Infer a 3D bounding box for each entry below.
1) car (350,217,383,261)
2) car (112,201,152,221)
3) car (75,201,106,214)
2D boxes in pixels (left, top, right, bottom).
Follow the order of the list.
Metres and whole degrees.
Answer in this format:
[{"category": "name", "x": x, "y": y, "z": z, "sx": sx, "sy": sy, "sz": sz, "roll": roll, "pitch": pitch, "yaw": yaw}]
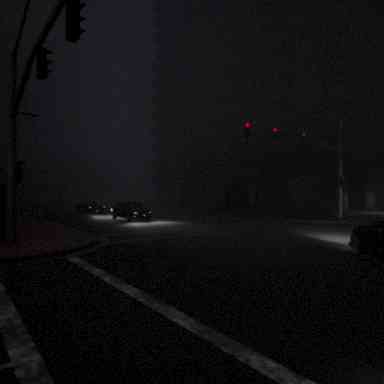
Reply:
[{"category": "car", "x": 6.554, "y": 1.510, "z": 10.348, "sx": 2.128, "sy": 1.511, "sz": 4.902, "roll": 0, "pitch": 0, "yaw": 7}, {"category": "car", "x": -5.034, "y": 1.524, "z": 27.345, "sx": 1.837, "sy": 1.490, "sz": 4.892, "roll": 0, "pitch": 0, "yaw": -36}, {"category": "car", "x": -10.842, "y": 1.620, "z": 35.434, "sx": 1.895, "sy": 1.301, "sz": 4.718, "roll": 0, "pitch": 0, "yaw": -36}]
